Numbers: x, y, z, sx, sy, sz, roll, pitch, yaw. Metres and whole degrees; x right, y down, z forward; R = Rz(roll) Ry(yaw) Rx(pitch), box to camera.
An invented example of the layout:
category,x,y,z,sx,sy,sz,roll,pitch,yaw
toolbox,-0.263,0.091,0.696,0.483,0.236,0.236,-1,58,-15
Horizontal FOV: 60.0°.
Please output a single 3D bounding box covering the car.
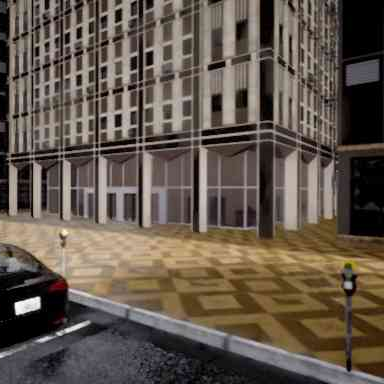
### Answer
category,x,y,z,sx,sy,sz,roll,pitch,yaw
car,-3.873,1.550,5.654,4.313,1.339,1.947,0,0,36
